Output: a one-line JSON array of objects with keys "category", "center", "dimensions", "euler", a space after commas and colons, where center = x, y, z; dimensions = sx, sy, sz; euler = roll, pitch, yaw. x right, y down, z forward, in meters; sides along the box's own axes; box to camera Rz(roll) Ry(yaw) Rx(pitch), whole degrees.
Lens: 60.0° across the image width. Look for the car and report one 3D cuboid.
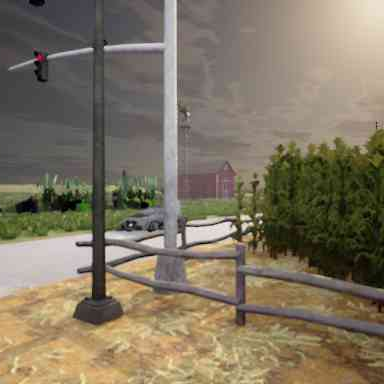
[{"category": "car", "center": [-2.105, 1.568, 19.282], "dimensions": [1.994, 1.385, 4.181], "euler": [0, 0, 35]}]
